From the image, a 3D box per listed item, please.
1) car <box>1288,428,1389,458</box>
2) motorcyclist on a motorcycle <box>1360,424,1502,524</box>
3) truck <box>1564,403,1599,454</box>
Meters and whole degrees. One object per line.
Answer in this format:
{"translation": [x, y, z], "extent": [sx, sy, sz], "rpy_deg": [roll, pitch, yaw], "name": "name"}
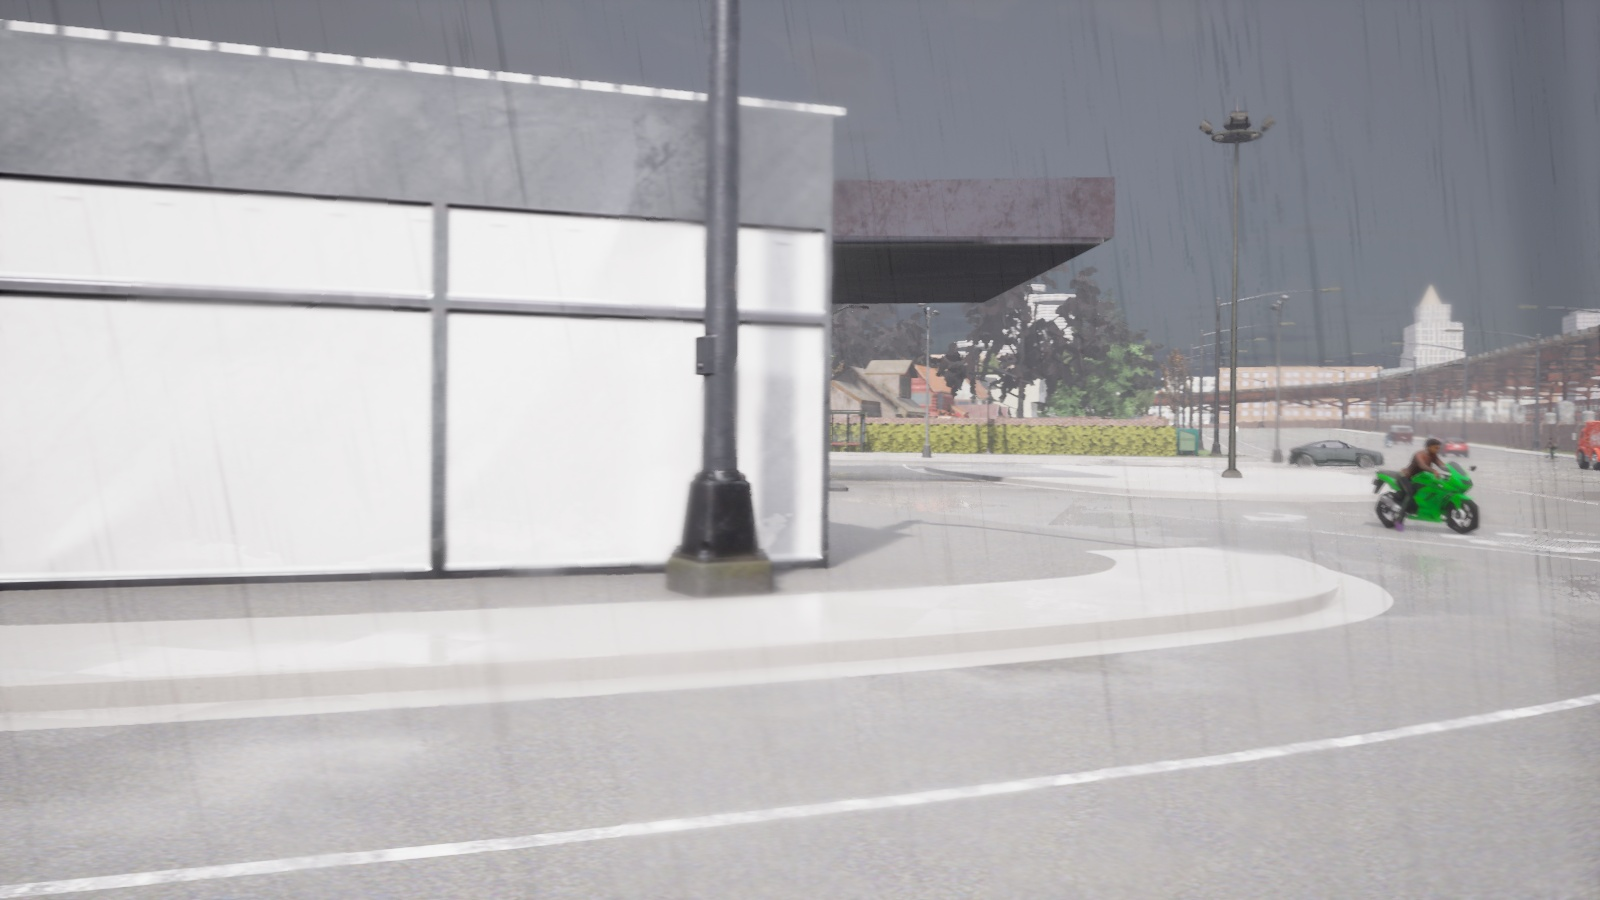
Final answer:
{"translation": [25.469, -0.330, 59.538], "extent": [4.181, 1.385, 1.994], "rpy_deg": [0, 1, 17], "name": "car"}
{"translation": [10.225, 0.355, 20.430], "extent": [0.797, 1.523, 2.044], "rpy_deg": [-1, 1, -22], "name": "motorcyclist on a motorcycle"}
{"translation": [40.549, -1.099, 62.801], "extent": [2.627, 2.467, 5.204], "rpy_deg": [0, 1, 15], "name": "truck"}
